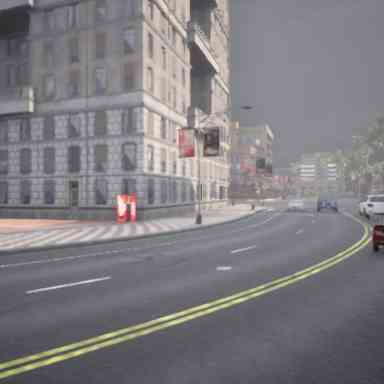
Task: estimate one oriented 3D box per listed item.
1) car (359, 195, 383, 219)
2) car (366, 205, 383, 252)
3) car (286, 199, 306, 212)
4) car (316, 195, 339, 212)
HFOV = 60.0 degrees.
[{"bbox_3d":[16.403,1.267,29.665,2.150,2.045,5.566,0,0,20],"label":"car"},{"bbox_3d":[8.578,1.494,13.375,1.882,1.535,5.008,0,0,36],"label":"car"},{"bbox_3d":[12.691,1.638,40.430,1.812,1.442,4.674,0,0,20],"label":"car"},{"bbox_3d":[16.266,1.319,40.021,2.150,2.045,5.566,0,-1,20],"label":"car"}]
